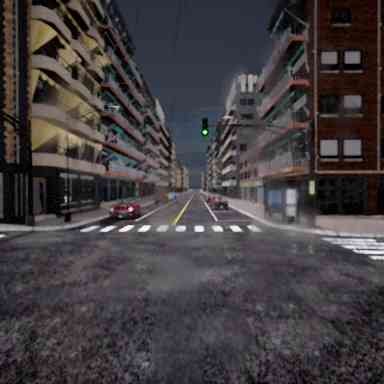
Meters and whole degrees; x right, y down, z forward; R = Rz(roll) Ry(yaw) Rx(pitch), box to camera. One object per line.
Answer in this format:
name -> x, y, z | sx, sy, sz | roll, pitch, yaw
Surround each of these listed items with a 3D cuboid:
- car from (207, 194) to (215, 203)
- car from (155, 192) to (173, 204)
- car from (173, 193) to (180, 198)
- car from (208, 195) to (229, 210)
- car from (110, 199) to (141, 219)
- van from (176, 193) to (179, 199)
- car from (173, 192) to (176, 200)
car -> 3.288, 1.282, 43.674 | 1.887, 1.381, 4.507 | -1, 0, 1
car -> -4.945, 1.012, 55.066 | 2.192, 1.841, 5.009 | -1, 0, 1
car -> -4.424, 0.993, 94.364 | 1.752, 1.417, 4.829 | 0, 0, 1
car -> 3.214, 1.320, 38.037 | 2.008, 1.369, 4.403 | -1, 0, 1
car -> -5.315, 1.300, 26.876 | 1.967, 1.590, 4.097 | 0, 0, 1
van -> -4.646, 0.907, 77.619 | 1.690, 1.788, 3.998 | 0, 0, 1
car -> -4.796, 1.158, 66.174 | 1.752, 1.417, 4.829 | 0, 0, 1
